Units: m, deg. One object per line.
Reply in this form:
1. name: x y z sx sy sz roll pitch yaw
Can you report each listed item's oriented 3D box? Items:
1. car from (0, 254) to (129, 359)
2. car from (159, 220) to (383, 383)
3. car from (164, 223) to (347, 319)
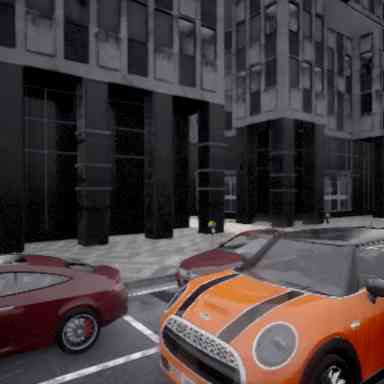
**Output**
1. car: -2.942 1.581 4.552 4.206 1.307 1.802 0 0 -36
2. car: 1.803 1.346 4.666 4.553 1.767 2.097 0 0 -35
3. car: 1.617 1.574 7.806 4.206 1.307 1.802 0 0 -36
